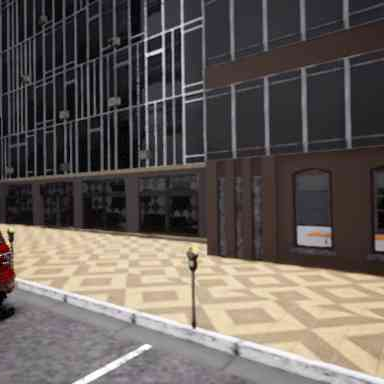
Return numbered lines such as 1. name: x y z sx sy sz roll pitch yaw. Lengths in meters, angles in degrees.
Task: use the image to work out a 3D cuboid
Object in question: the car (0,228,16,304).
1. car: -5.664 1.395 6.928 5.009 1.841 2.192 -1 -1 36
